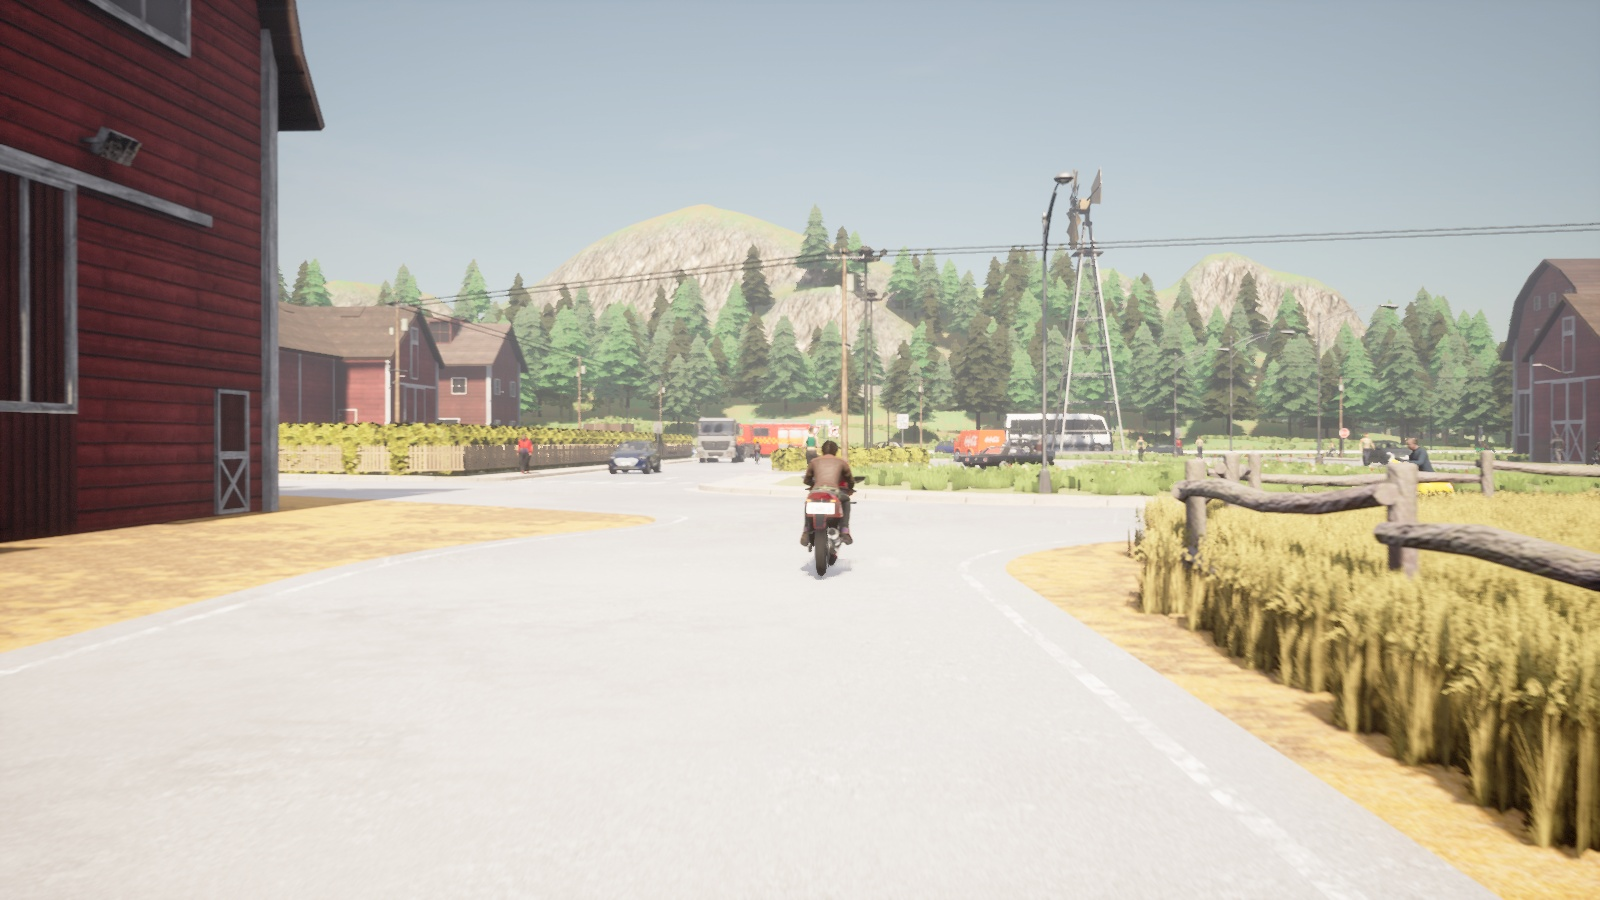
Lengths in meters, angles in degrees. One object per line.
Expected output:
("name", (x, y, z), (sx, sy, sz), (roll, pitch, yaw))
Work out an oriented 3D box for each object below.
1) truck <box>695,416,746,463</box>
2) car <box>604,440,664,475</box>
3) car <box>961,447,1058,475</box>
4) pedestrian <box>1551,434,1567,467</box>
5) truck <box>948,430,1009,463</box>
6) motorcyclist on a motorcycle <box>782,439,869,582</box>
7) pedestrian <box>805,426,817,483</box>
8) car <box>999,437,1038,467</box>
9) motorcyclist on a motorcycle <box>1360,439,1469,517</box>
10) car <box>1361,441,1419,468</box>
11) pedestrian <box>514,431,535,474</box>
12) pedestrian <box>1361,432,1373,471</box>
("truck", (-5.954, -0.780, 95.579), (2.891, 3.462, 7.936), (0, 0, 3))
("car", (-8.047, 0.325, 61.221), (2.033, 1.649, 4.856), (0, 0, 3))
("car", (10.103, 0.513, 60.509), (4.718, 1.301, 1.895), (0, 0, -38))
("pedestrian", (43.240, 0.033, 71.560), (0.563, 1.883, 0.849), (0, 0, 18))
("truck", (13.484, -0.268, 95.374), (2.627, 2.467, 5.204), (0, 0, -17))
("motorcyclist on a motorcycle", (0.329, 0.647, 14.550), (0.797, 1.523, 2.044), (1, 0, 7))
("pedestrian", (0.359, 0.145, 40.411), (0.345, 1.836, 0.594), (0, 0, -3))
("car", (13.961, 0.118, 80.526), (1.932, 1.855, 4.605), (0, 0, 3))
("motorcyclist on a motorcycle", (12.673, 0.564, 25.939), (1.817, 1.590, 0.866), (0, 0, 4))
("car", (36.245, 0.238, 77.269), (1.851, 1.617, 3.988), (0, 0, 3))
("pedestrian", (-11.899, 0.086, 54.227), (0.634, 1.844, 0.899), (0, 0, 6))
("pedestrian", (26.968, 0.086, 59.715), (0.345, 1.836, 0.594), (0, 0, 2))
